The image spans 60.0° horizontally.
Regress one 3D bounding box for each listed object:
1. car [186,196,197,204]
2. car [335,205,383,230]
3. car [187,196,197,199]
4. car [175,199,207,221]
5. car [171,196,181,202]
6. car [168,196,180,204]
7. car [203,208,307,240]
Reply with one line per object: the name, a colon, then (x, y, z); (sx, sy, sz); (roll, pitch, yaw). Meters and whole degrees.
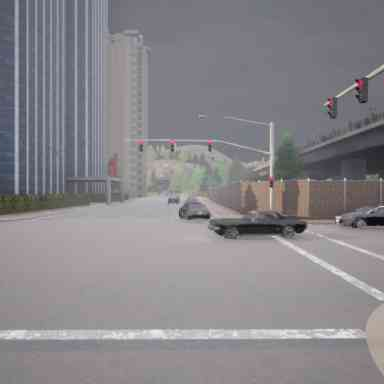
car: (-0.078, 1.547, 67.655); (2.033, 1.411, 5.357); (0, 0, 0)
car: (11.657, 1.547, 21.009); (4.902, 1.511, 2.128); (0, 0, 0)
car: (0.007, 1.601, 48.394); (1.895, 1.301, 4.718); (0, 0, 0)
car: (0.209, 1.567, 27.658); (1.994, 1.385, 4.181); (0, 0, -13)
car: (-3.628, 1.540, 74.499); (2.033, 1.411, 5.357); (0, 0, 0)
car: (-3.513, 1.477, 63.875); (1.882, 1.535, 5.008); (0, 0, 0)
car: (3.196, 1.630, 16.767); (4.718, 1.301, 1.895); (0, 0, -11)
